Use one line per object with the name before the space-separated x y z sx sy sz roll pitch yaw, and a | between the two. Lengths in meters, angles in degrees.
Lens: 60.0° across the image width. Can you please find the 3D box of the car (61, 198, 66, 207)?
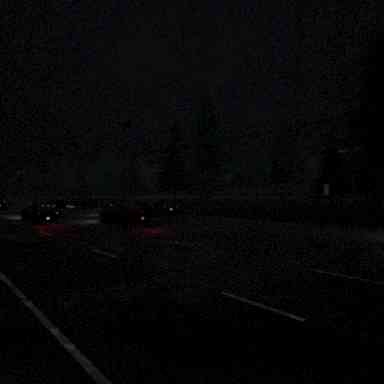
car | -18.925 1.491 45.755 1.882 1.535 5.008 0 0 -39

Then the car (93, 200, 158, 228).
car | -4.597 1.468 22.417 1.882 1.535 5.008 0 0 -39

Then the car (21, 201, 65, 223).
car | -11.808 1.612 25.783 1.895 1.301 4.718 0 0 -39

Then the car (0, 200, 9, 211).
car | -23.791 1.599 40.636 1.994 1.385 4.181 0 0 -39

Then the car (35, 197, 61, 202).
car | -17.210 1.563 38.052 2.033 1.411 5.357 0 0 -39

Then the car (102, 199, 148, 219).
car | -6.122 1.465 29.881 1.882 1.535 5.008 0 0 -39

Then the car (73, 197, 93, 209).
car | -15.160 1.491 46.661 2.128 1.511 4.902 0 0 -39

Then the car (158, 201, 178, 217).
car | -3.146 1.539 31.768 1.994 1.385 4.181 0 0 -39
